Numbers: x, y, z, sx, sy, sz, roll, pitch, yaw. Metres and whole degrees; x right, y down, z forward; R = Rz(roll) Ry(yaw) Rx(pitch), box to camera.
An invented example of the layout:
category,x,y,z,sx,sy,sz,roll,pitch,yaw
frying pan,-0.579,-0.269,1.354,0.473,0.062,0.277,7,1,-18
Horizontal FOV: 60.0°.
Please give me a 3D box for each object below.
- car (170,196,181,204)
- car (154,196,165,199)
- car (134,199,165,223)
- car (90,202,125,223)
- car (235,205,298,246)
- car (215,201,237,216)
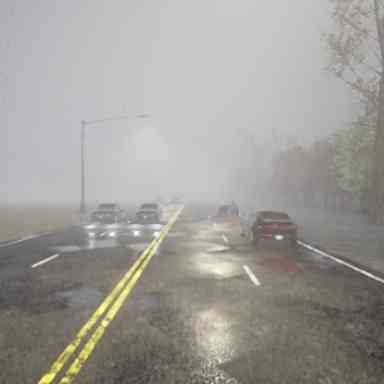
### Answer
category,x,y,z,sx,sy,sz,roll,pitch,yaw
car,-3.261,1.606,66.921,1.882,1.535,5.008,0,0,0
car,-6.507,1.628,66.911,1.837,1.490,4.892,0,0,0
car,-3.348,1.586,26.404,1.837,1.490,4.892,0,0,0
car,-6.598,1.586,26.401,1.837,1.490,4.892,0,0,0
car,3.376,1.520,15.294,1.837,1.490,4.892,0,0,0
car,3.359,1.564,32.256,2.128,1.511,4.902,0,-1,0
